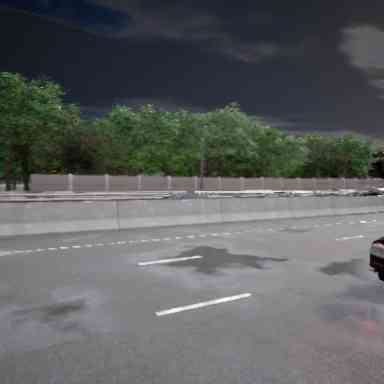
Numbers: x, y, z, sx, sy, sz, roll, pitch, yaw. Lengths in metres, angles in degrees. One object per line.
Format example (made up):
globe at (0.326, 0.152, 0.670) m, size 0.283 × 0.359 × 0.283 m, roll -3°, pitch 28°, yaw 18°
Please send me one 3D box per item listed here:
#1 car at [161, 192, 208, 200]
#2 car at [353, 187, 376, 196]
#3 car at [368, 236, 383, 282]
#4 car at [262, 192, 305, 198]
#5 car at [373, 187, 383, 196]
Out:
car at (-0.700, 0.706, 36.341) m, size 5.357 × 1.411 × 2.033 m, roll 0°, pitch 2°, yaw -31°
car at (28.589, 0.196, 53.938) m, size 5.566 × 2.045 × 2.150 m, roll -1°, pitch 2°, yaw -31°
car at (6.153, 1.351, 7.709) m, size 4.902 × 1.511 × 2.128 m, roll 0°, pitch 2°, yaw -31°
car at (7.185, 0.890, 28.825) m, size 4.892 × 1.490 × 1.837 m, roll 0°, pitch 1°, yaw -31°
car at (23.779, 0.615, 38.784) m, size 4.553 × 1.767 × 2.097 m, roll -1°, pitch 2°, yaw -31°
